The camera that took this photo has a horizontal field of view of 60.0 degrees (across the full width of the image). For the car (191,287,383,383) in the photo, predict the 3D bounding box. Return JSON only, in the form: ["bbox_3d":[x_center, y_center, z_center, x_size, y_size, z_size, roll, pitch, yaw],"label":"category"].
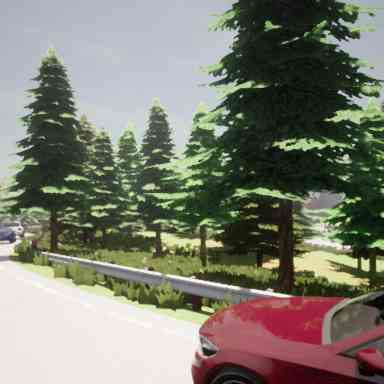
[{"bbox_3d":[2.209,1.528,2.818,4.674,1.442,1.812,0,0,32],"label":"car"}]

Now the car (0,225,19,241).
[{"bbox_3d":[-17.307,3.987,30.443,1.812,1.442,4.674,0,-5,-23],"label":"car"}]

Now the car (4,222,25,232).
[{"bbox_3d":[-21.437,4.637,39.936,2.150,2.045,5.566,0,-5,-24],"label":"car"}]
